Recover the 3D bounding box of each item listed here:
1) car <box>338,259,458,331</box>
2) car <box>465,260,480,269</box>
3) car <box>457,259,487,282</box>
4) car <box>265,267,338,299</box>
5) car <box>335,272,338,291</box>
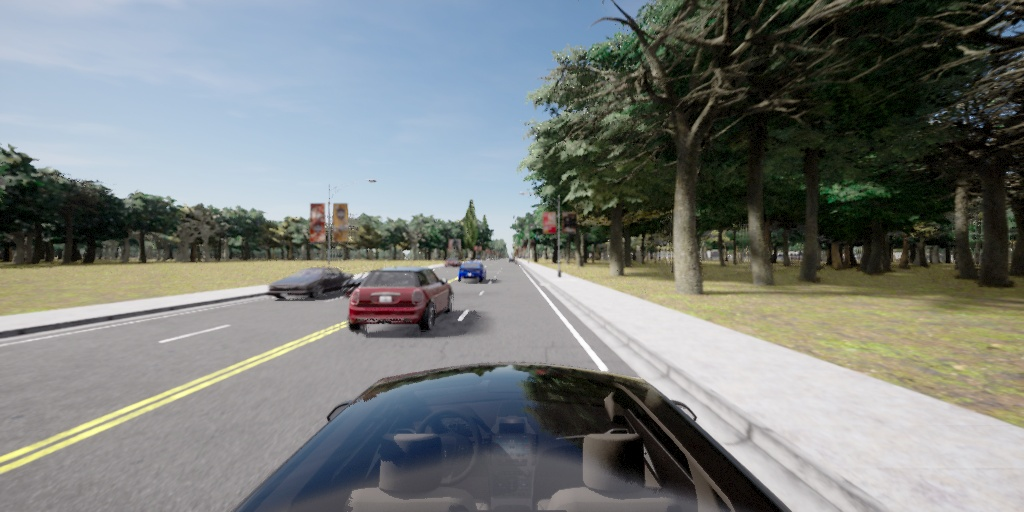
[{"bbox_3d":[-3.150,1.093,11.070,2.097,1.767,4.553,0,0,0],"label":"car"},{"bbox_3d":[-6.535,1.333,59.240,1.895,1.301,4.718,0,0,1],"label":"car"},{"bbox_3d":[-3.147,1.211,29.088,1.882,1.535,5.008,0,0,0],"label":"car"},{"bbox_3d":[-9.848,1.285,18.169,2.033,1.411,5.357,0,0,0],"label":"car"},{"bbox_3d":[-6.598,1.339,17.867,1.895,1.301,4.718,0,0,0],"label":"car"}]
